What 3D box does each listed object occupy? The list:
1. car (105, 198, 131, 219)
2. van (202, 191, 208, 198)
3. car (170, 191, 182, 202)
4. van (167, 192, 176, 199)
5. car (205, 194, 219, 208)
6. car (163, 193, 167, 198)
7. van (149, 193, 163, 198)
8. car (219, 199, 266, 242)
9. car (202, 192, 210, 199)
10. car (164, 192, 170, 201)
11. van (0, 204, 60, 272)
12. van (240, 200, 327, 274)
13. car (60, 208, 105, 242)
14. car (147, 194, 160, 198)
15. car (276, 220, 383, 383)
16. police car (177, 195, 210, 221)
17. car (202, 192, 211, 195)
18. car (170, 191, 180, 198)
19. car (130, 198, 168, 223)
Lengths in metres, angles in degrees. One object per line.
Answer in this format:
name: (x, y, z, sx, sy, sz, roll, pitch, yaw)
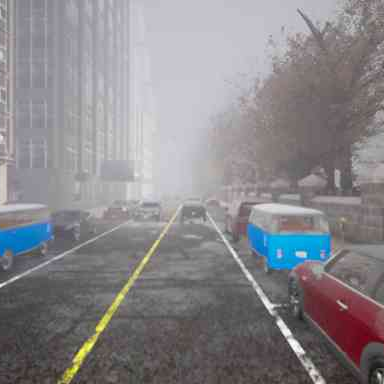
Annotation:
car: (-5.836, 1.302, 27.017, 1.967, 1.590, 4.097, 0, 0, 0)
van: (3.637, 0.762, 92.499, 1.690, 1.788, 3.998, 1, 0, 1)
car: (-2.772, 1.119, 65.916, 1.837, 1.490, 4.892, 0, 0, 2)
van: (-5.026, 0.845, 81.812, 1.690, 1.788, 3.998, 1, 0, 1)
car: (2.684, 1.348, 43.433, 1.802, 1.307, 4.206, 0, 0, 0)
car: (-5.668, 1.261, 54.800, 1.947, 1.339, 4.313, 1, 0, 1)
van: (-5.695, 1.071, 49.256, 1.690, 1.788, 3.998, 1, 0, 0)
car: (2.693, 1.239, 15.631, 2.192, 1.841, 5.009, 0, 0, 0)
car: (3.349, 0.944, 81.546, 1.967, 1.590, 4.097, 1, 0, 1)
car: (-5.312, 0.900, 70.867, 2.192, 1.841, 5.009, 1, 0, 1)
van: (-5.830, 1.291, 10.334, 1.690, 1.788, 3.998, 0, 0, 0)
van: (2.695, 1.293, 10.071, 1.690, 1.788, 3.998, 0, 0, 0)
car: (-5.834, 1.488, 15.896, 1.947, 1.339, 4.313, 0, 0, 0)
car: (-5.705, 1.290, 43.528, 1.752, 1.417, 4.829, 0, 0, 0)
car: (2.695, 1.419, 4.512, 1.967, 1.590, 4.097, 0, 0, 0)
police car: (0.090, 1.294, 25.827, 1.930, 1.638, 5.238, 0, 0, 0)
car: (2.921, 0.939, 65.116, 2.192, 1.841, 5.009, 1, 0, 1)
car: (-4.740, 0.736, 92.756, 2.192, 1.841, 5.009, 1, 0, 1)
car: (-3.106, 1.400, 24.758, 1.812, 1.442, 4.674, 0, 0, 0)
